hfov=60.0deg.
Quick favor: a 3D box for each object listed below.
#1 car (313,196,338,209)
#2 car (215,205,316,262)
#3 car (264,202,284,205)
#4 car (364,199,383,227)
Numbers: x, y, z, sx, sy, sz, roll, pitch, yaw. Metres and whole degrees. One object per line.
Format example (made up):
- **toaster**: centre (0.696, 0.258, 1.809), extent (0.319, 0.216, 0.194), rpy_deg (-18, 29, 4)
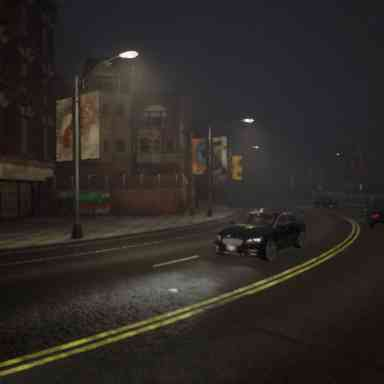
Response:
- **car**: centre (16.499, 1.336, 41.378), extent (1.837, 1.490, 4.892), rpy_deg (0, -1, 4)
- **car**: centre (2.701, 1.459, 12.283), extent (2.128, 1.511, 4.902), rpy_deg (0, 0, 37)
- **car**: centre (6.159, 1.475, 25.042), extent (2.033, 1.411, 5.357), rpy_deg (0, 0, 22)
- **car**: centre (12.286, 1.438, 21.396), extent (2.033, 1.411, 5.357), rpy_deg (0, 0, 24)
